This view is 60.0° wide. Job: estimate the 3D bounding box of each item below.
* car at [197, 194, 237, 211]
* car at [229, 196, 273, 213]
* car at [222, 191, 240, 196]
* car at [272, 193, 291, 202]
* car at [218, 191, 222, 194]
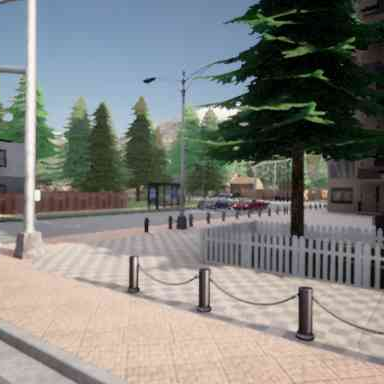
[{"bbox_3d":[2.461,1.218,35.114,1.812,1.442,4.674,1,1,37],"label":"car"},{"bbox_3d":[6.117,1.371,34.006,1.895,1.301,4.718,1,0,37],"label":"car"},{"bbox_3d":[9.805,0.530,80.218,1.932,1.855,4.605,1,1,36],"label":"car"},{"bbox_3d":[17.818,1.022,65.064,2.128,1.511,4.902,-4,4,-41],"label":"car"},{"bbox_3d":[7.540,0.491,81.376,1.905,1.878,3.866,1,1,36],"label":"car"}]
